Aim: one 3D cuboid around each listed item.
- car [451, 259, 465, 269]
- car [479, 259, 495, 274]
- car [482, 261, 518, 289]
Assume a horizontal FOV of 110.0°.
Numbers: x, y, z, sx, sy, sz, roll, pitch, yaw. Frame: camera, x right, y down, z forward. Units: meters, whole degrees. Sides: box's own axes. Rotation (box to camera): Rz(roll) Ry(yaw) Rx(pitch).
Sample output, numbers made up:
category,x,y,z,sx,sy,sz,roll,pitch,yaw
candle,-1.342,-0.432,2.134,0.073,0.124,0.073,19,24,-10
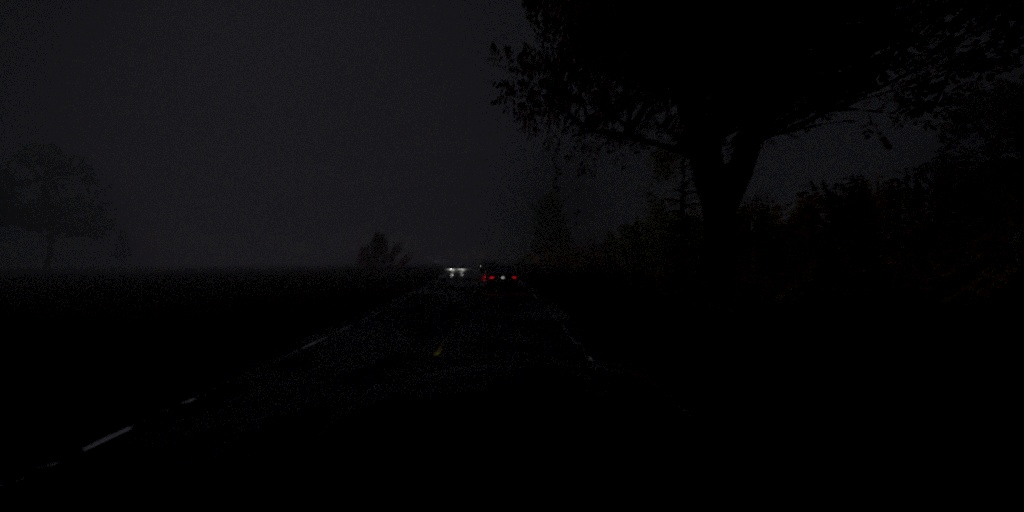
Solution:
category,x,y,z,sx,sy,sz,roll,pitch,yaw
car,-8.246,1.112,54.054,1.812,1.442,4.674,0,0,-11
car,-2.534,1.095,39.127,2.128,1.511,4.902,0,0,-8
car,-0.672,1.210,22.015,2.033,1.411,5.357,0,0,-4
